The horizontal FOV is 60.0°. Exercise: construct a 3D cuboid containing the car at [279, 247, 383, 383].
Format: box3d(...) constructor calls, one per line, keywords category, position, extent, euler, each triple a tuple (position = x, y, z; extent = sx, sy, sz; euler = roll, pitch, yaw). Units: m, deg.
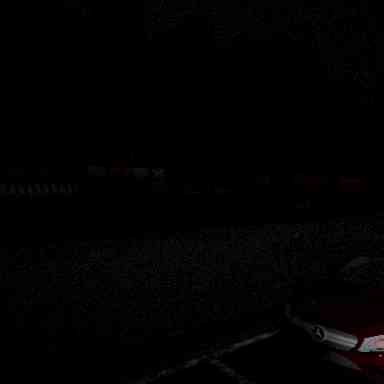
box3d(category="car", position=(3.153, 1.548, 5.066), extent=(4.206, 1.307, 1.802), euler=(0, 0, -36))
